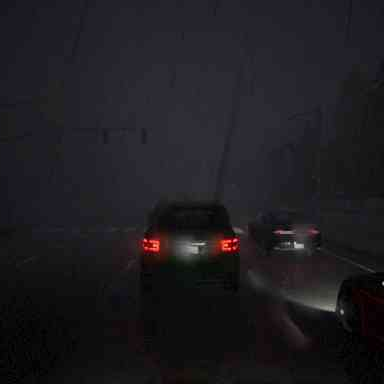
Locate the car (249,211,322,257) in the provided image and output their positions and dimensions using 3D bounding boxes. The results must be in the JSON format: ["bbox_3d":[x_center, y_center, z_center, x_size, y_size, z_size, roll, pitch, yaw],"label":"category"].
[{"bbox_3d":[3.367,1.492,12.879,2.128,1.511,4.902,0,0,0],"label":"car"}]

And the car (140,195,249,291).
[{"bbox_3d":[-0.075,1.221,9.131,2.150,2.045,5.566,0,0,-1],"label":"car"}]

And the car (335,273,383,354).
[{"bbox_3d":[3.436,1.564,3.971,1.994,1.385,4.181,0,0,-1],"label":"car"}]
